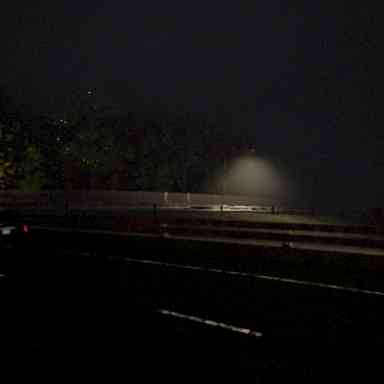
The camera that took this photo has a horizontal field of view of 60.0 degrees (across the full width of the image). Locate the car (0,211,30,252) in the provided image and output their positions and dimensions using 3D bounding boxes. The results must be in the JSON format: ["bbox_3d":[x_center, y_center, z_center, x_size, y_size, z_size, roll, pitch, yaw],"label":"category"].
[{"bbox_3d":[-8.635,1.504,13.164,4.553,1.767,2.097,-1,0,28],"label":"car"}]
